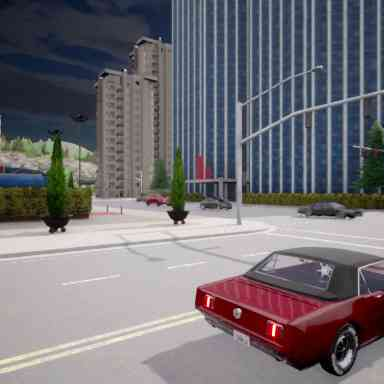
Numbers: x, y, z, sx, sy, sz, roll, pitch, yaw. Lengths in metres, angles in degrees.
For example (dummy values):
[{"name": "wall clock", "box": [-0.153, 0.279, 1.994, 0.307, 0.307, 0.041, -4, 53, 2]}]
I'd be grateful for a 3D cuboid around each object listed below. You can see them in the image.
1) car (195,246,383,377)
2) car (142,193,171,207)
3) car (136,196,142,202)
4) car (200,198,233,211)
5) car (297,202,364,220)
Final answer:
[{"name": "car", "box": [2.459, 1.601, 5.564, 4.718, 1.301, 1.895, 0, 0, -35]}, {"name": "car", "box": [-5.167, 1.219, 51.740, 2.150, 2.045, 5.566, 0, 0, -36]}, {"name": "car", "box": [-10.155, 1.511, 70.722, 2.128, 1.511, 4.902, 0, 0, -36]}, {"name": "car", "box": [2.897, 1.507, 40.624, 1.837, 1.490, 4.892, 0, -1, -36]}, {"name": "car", "box": [11.697, 1.547, 28.574, 2.033, 1.411, 5.357, 0, 0, -36]}]
